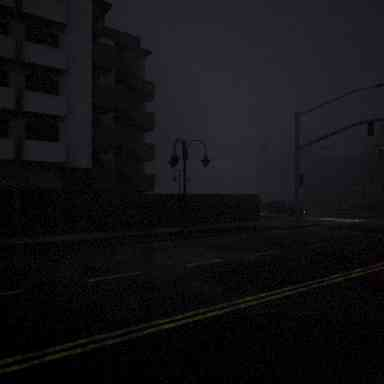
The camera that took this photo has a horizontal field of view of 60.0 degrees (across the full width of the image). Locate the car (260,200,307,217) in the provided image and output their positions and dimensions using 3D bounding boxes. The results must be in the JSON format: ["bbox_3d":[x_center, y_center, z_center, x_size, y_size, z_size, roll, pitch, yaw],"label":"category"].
[{"bbox_3d":[8.435,1.492,31.304,2.128,1.511,4.902,0,0,-37],"label":"car"}]
